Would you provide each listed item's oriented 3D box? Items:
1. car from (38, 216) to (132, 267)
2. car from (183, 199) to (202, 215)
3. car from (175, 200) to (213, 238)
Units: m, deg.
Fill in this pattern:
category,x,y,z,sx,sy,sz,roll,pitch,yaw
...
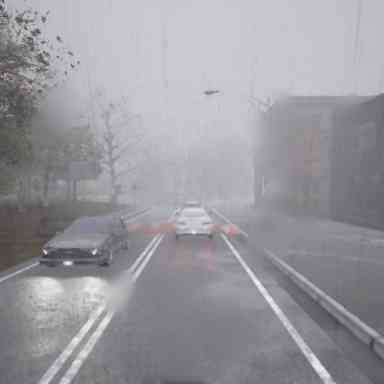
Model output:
category,x,y,z,sx,sy,sz,roll,pitch,yaw
car,-3.358,1.555,11.681,2.033,1.411,5.357,0,0,0
car,0.035,1.550,35.384,1.812,1.442,4.674,0,0,0
car,0.084,1.482,17.520,1.812,1.442,4.674,0,3,0
